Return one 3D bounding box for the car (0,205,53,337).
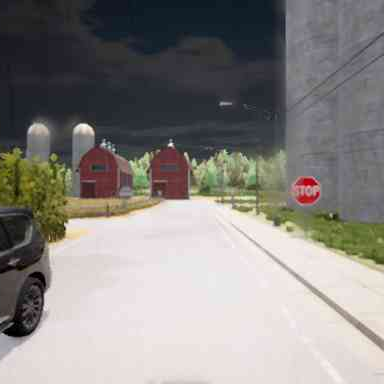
[{"bbox_3d":[-3.581,1.229,3.747,2.150,2.045,5.566,0,0,0],"label":"car"}]
